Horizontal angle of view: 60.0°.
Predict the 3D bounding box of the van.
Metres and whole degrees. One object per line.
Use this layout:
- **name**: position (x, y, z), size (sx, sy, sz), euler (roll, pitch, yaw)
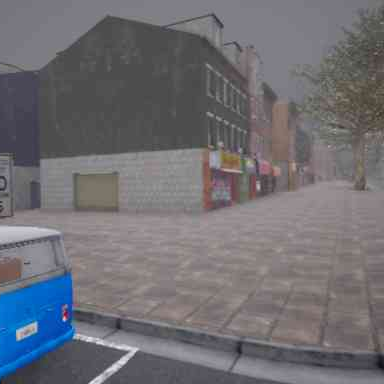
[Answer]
- **van**: position (-3.509, 1.324, 4.479), size (3.998, 1.788, 1.690), euler (-1, 1, 25)
